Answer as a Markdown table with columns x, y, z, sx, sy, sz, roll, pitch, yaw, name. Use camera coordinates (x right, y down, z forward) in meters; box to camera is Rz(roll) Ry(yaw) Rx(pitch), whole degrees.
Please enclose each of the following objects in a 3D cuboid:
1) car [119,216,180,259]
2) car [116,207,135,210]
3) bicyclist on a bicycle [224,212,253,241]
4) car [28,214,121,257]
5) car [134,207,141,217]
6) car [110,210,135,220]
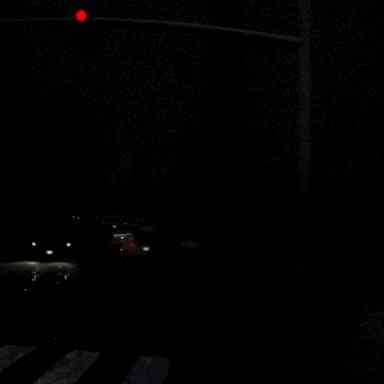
| x | y | z | sx | sy | sz | roll | pitch | yaw | name |
| --- | --- | --- | --- | --- | --- | --- | --- | --- | --- |
| -1.557 | 1.963 | 14.519 | 1.812 | 1.442 | 4.674 | 1 | -2 | 3 | car |
| -7.643 | 2.559 | 35.301 | 2.033 | 1.411 | 5.357 | 1 | -2 | -16 | car |
| 2.580 | 1.927 | 18.410 | 1.656 | 1.620 | 0.582 | 1 | -2 | 0 | bicyclist on a bicycle |
| -5.138 | 1.949 | 15.069 | 2.033 | 1.411 | 5.357 | 1 | -2 | 4 | car |
| -8.738 | 2.880 | 47.595 | 2.128 | 1.511 | 4.902 | 2 | -2 | -27 | car |
| -5.625 | 2.279 | 25.083 | 1.994 | 1.385 | 4.181 | 1 | -2 | -6 | car |
